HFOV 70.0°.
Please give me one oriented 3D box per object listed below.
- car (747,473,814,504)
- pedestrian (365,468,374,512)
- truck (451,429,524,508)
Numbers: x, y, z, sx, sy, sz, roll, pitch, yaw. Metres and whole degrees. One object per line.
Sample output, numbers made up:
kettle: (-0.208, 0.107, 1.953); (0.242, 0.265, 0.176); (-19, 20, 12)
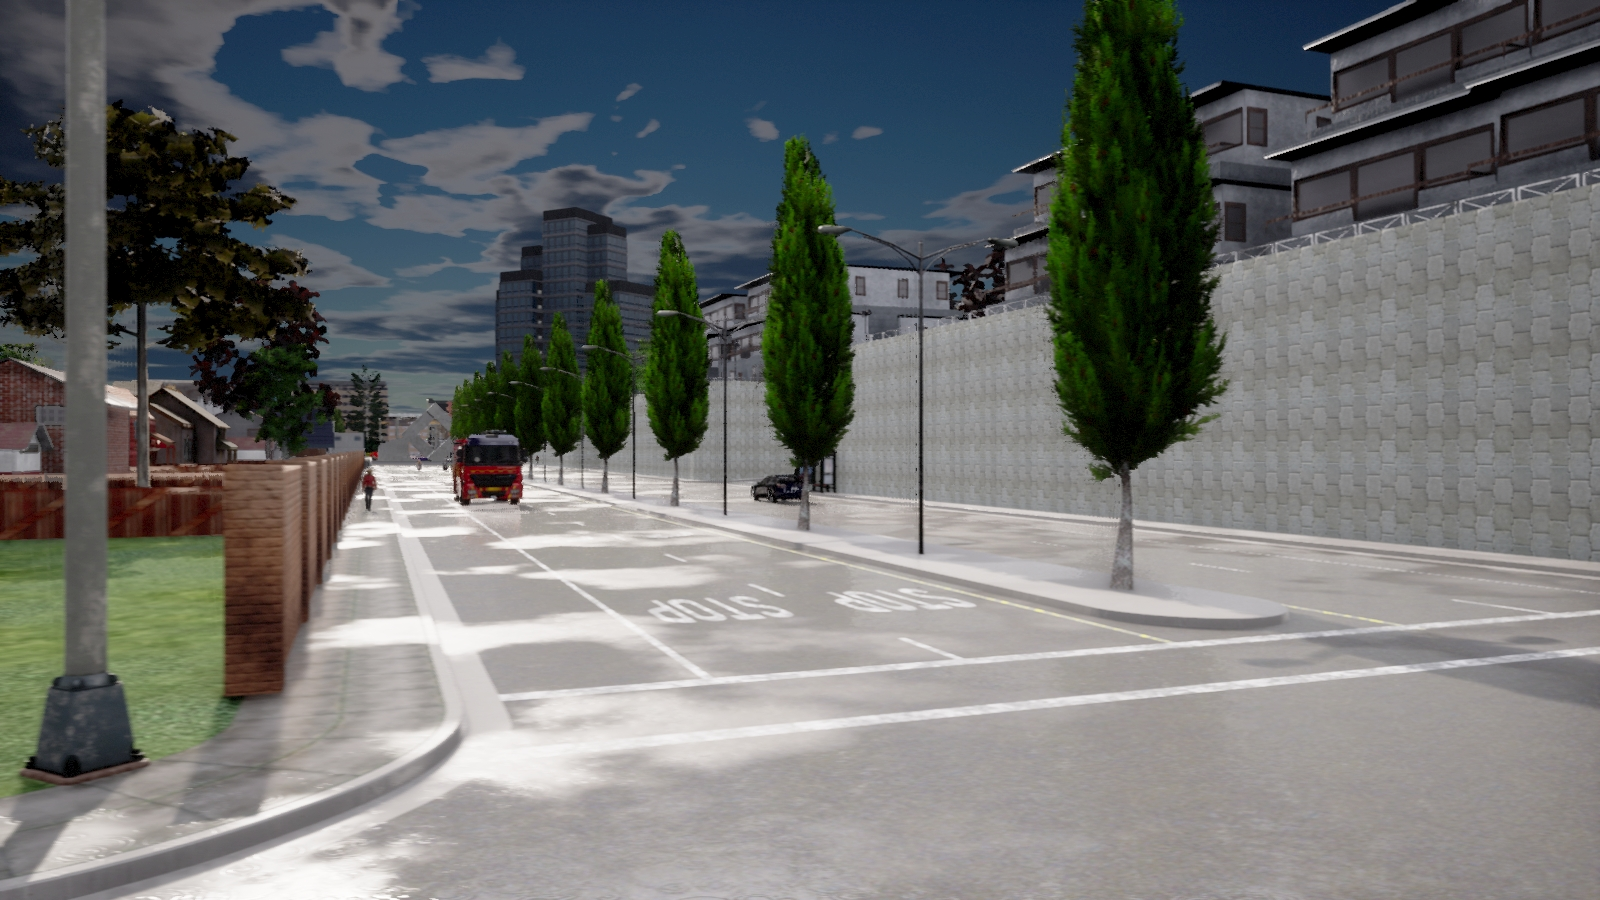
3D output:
car: (-1.098, 2.064, 61.648); (2.163, 1.488, 4.792); (0, 0, -21)
pedestrian: (-18.425, 1.696, 48.899); (0.375, 1.860, 0.375); (0, 0, -21)
truck: (-16.533, 0.891, 60.060); (2.891, 3.827, 8.468); (0, 0, -21)
